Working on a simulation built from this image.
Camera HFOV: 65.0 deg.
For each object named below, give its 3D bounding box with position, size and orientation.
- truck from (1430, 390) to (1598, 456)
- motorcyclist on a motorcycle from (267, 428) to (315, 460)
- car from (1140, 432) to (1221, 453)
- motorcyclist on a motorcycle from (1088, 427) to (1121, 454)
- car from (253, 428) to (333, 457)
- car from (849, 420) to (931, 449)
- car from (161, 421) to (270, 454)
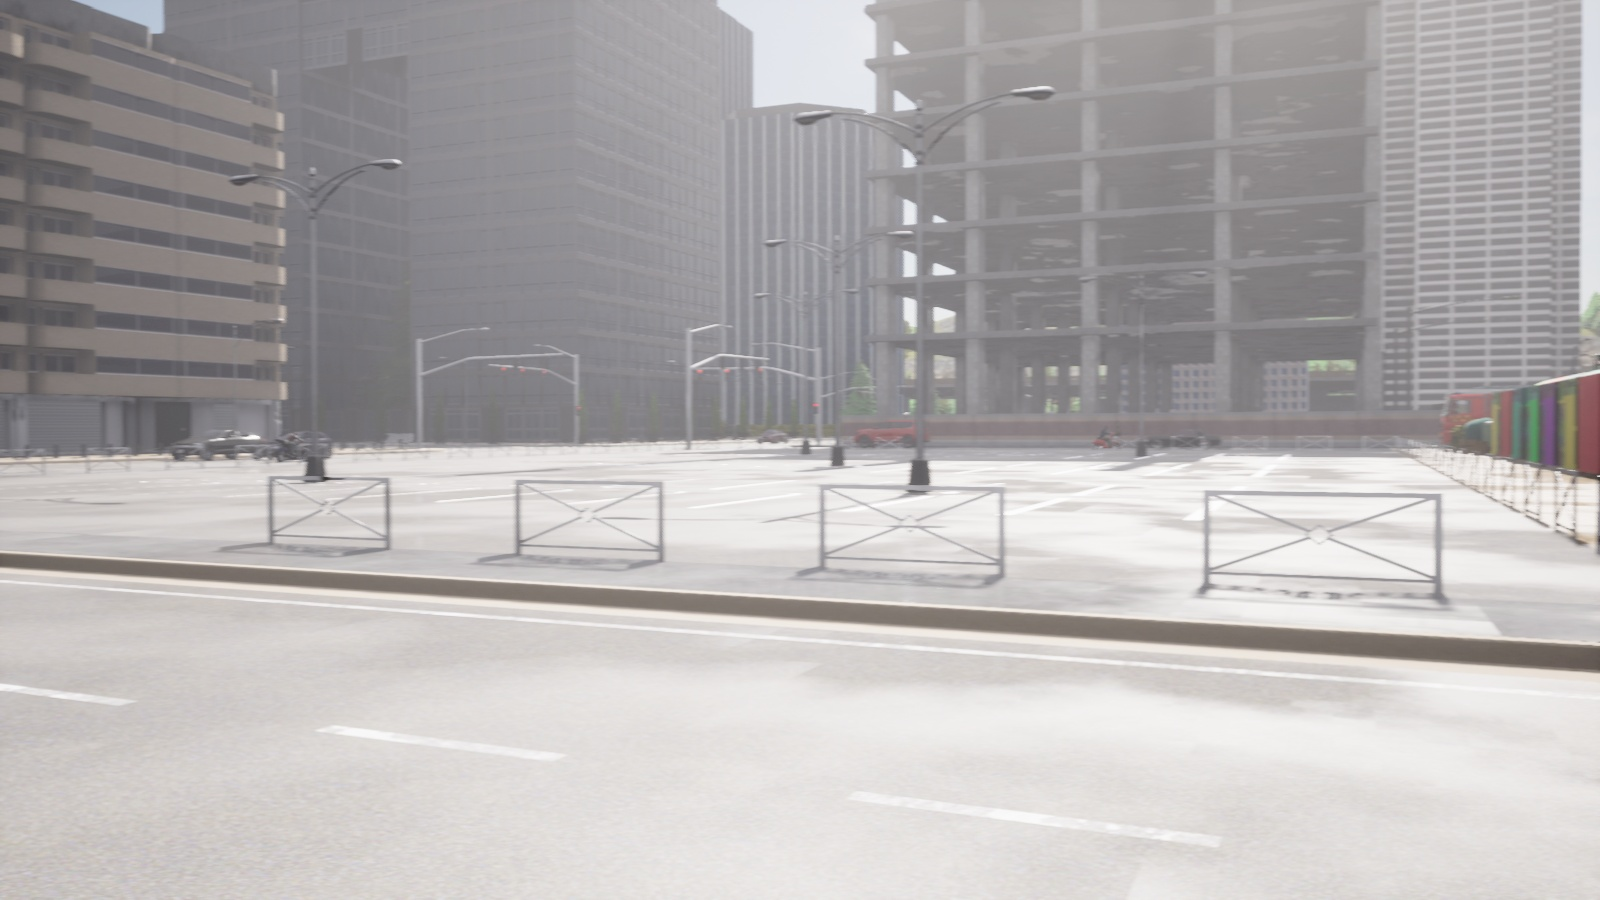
[{"bbox_3d":[42.981,-1.610,75.924,8.468,3.827,2.891,1,1,23],"label":"truck"},{"bbox_3d":[-24.636,-0.297,60.828,0.866,1.530,2.191,1,1,23],"label":"motorcyclist on a motorcycle"},{"bbox_3d":[24.228,-0.475,79.972,4.718,1.301,1.895,1,1,23],"label":"car"},{"bbox_3d":[18.153,-0.552,74.919,1.817,1.590,0.866,1,1,23],"label":"motorcyclist on a motorcycle"},{"bbox_3d":[-26.422,-0.409,65.605,1.845,1.501,3.633,1,1,23],"label":"car"},{"bbox_3d":[6.535,-1.111,91.135,5.566,2.045,2.150,1,1,23],"label":"car"},{"bbox_3d":[-30.331,-0.652,65.334,2.152,1.651,5.027,1,1,23],"label":"car"}]
